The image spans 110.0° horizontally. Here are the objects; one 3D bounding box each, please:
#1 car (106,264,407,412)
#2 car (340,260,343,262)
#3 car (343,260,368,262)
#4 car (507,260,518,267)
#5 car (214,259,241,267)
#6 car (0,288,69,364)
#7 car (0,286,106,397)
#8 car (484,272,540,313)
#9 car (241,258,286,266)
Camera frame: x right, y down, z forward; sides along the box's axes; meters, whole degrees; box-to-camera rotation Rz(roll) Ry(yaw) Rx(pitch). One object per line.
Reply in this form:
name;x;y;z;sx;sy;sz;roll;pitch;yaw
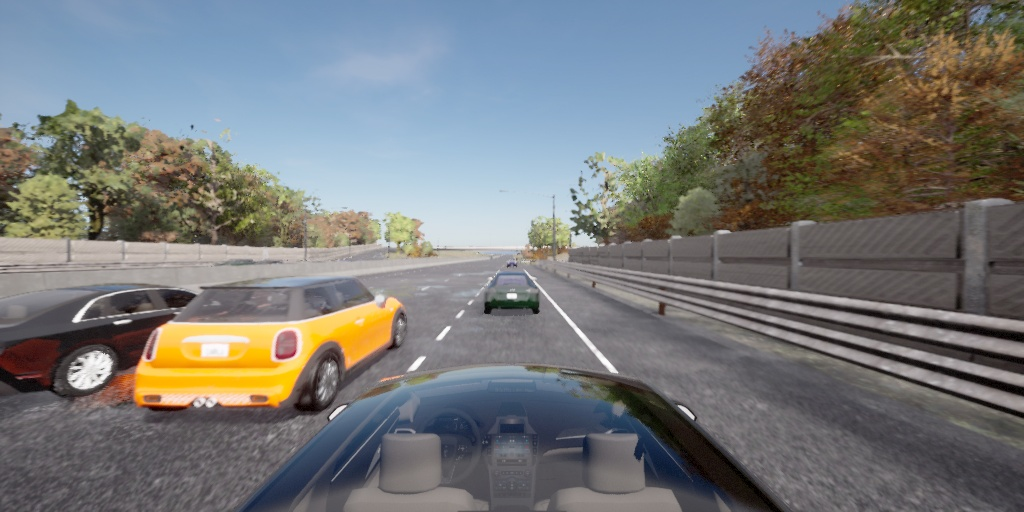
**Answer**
car;-3.403;1.093;6.235;2.097;1.767;4.553;0;0;0
car;-24.534;1.262;53.001;2.033;1.411;5.357;0;0;1
car;-21.055;1.261;50.239;2.033;1.411;5.357;0;0;1
car;0.068;1.318;64.580;1.895;1.301;4.718;0;0;2
car;-31.519;1.069;41.003;2.097;1.767;4.553;0;-1;0
car;-10.399;1.343;5.290;1.895;1.301;4.718;0;0;0
car;-6.901;1.245;6.502;1.837;1.490;4.892;0;0;0
car;-0.003;1.292;13.858;1.994;1.385;4.181;0;0;0
car;-28.035;1.212;41.150;1.837;1.490;4.892;0;2;1
